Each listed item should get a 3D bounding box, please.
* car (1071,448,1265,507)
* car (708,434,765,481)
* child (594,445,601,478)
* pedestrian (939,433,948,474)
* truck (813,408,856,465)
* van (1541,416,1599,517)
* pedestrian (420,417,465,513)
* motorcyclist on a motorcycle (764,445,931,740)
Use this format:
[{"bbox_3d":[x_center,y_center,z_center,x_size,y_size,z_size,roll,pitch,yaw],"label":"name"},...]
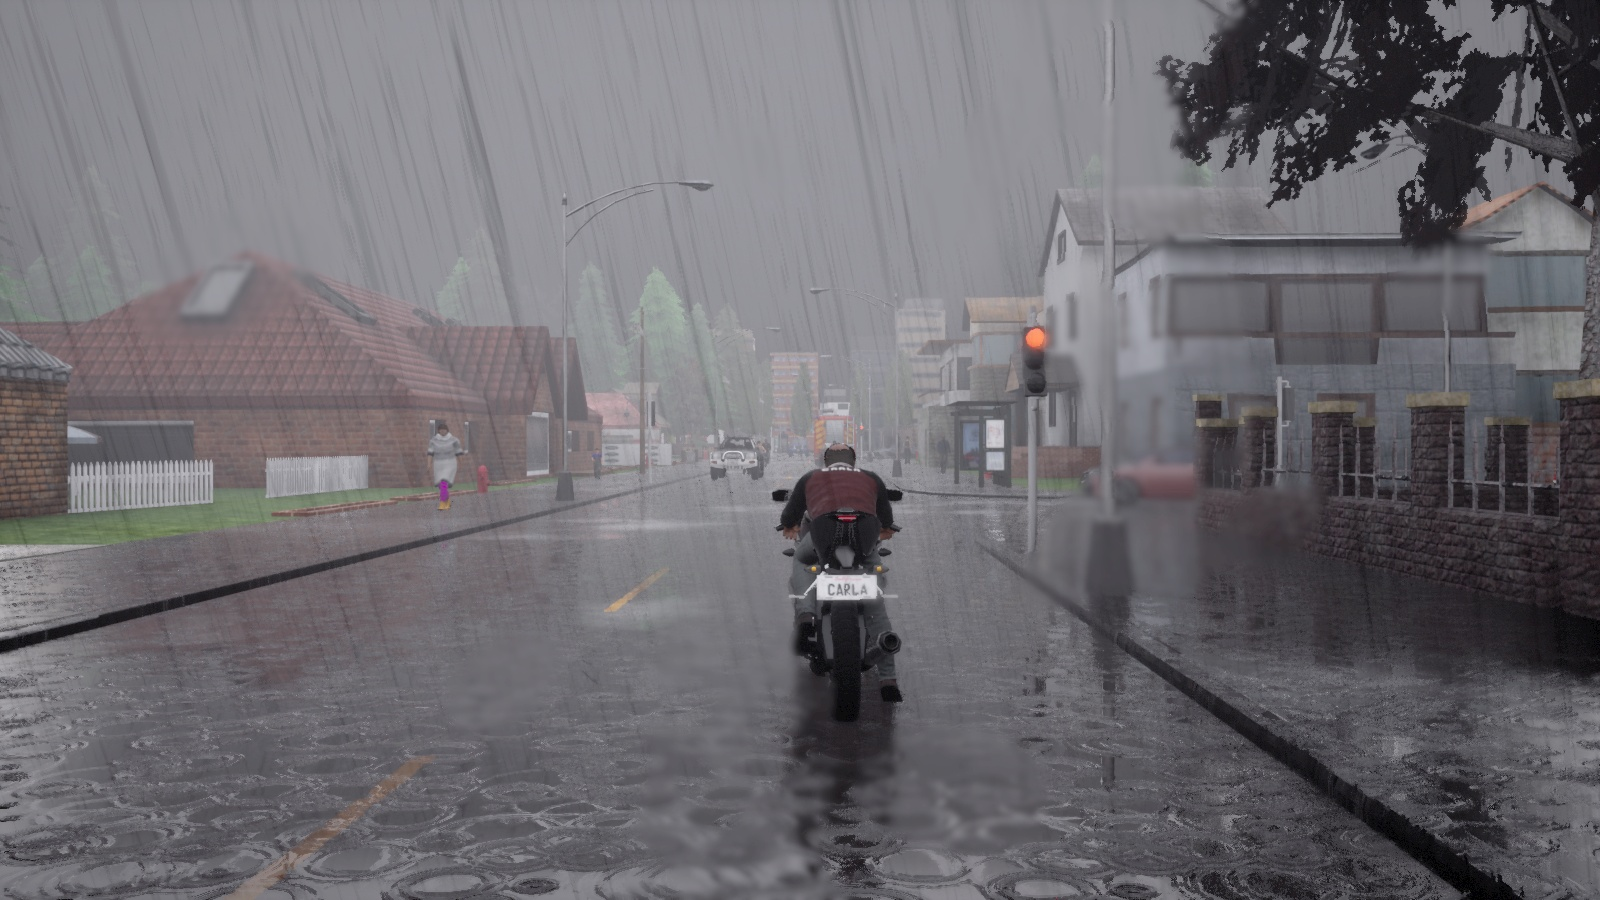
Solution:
[{"bbox_3d":[8.895,0.645,30.644,4.181,1.385,1.994,0,0,2],"label":"car"},{"bbox_3d":[-2.569,0.268,52.005,1.932,1.855,4.605,0,0,2],"label":"car"},{"bbox_3d":[-7.871,0.454,48.790,0.270,1.263,0.437,0,0,-10],"label":"child"},{"bbox_3d":[6.404,0.145,56.081,0.402,1.842,0.726,0,0,8],"label":"pedestrian"},{"bbox_3d":[2.443,-0.918,88.847,2.891,3.827,8.468,0,0,1],"label":"truck"},{"bbox_3d":[18.371,0.336,26.301,4.480,2.038,2.069,0,0,-1],"label":"van"},{"bbox_3d":[-7.375,0.300,25.945,0.659,1.952,0.873,0,0,1],"label":"pedestrian"},{"bbox_3d":[0.244,0.739,7.623,0.866,1.530,2.191,0,0,0],"label":"motorcyclist on a motorcycle"}]
